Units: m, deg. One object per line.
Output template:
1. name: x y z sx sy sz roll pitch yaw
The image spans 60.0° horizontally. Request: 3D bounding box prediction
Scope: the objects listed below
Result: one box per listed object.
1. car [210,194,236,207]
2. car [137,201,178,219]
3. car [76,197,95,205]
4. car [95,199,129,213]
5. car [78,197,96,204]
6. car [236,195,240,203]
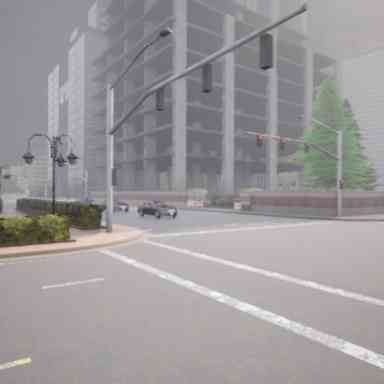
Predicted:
1. car: 4.641 1.329 53.233 1.905 1.878 3.866 0 0 -36
2. car: -3.125 1.527 29.603 2.128 1.511 4.902 0 0 -36
3. car: -14.601 1.599 45.392 1.994 1.385 4.181 0 0 -36
4. car: -8.700 1.527 37.267 2.128 1.511 4.902 0 0 -36
5. car: -21.036 1.680 66.451 1.895 1.301 4.718 0 0 -36
6. car: 7.029 1.347 54.950 1.905 1.878 3.866 0 0 -36
